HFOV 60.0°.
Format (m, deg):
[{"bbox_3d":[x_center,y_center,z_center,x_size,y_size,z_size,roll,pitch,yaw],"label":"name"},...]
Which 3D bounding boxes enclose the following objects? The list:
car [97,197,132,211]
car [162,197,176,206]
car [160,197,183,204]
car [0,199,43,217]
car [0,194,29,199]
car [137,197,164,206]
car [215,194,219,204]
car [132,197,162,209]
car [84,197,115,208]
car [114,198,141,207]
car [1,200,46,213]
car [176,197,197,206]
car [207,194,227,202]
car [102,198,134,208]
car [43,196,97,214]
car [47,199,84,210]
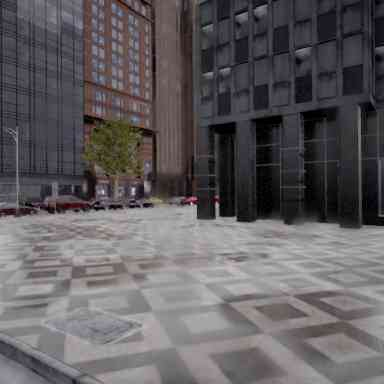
[{"bbox_3d":[-9.642,1.525,39.141,1.947,1.339,4.313,-1,0,35],"label":"car"},{"bbox_3d":[-2.030,1.496,54.748,2.033,1.411,5.357,-1,0,35],"label":"car"},{"bbox_3d":[-3.822,1.574,62.547,1.947,1.339,4.313,-1,0,35],"label":"car"},{"bbox_3d":[-16.055,1.577,29.864,1.802,1.307,4.206,-1,0,35],"label":"car"},{"bbox_3d":[-19.724,1.277,34.719,2.150,2.045,5.566,-1,0,34],"label":"car"},{"bbox_3d":[-7.127,1.545,57.767,1.752,1.417,4.829,-1,0,35],"label":"car"},{"bbox_3d":[3.183,1.222,57.694,2.192,1.841,5.009,-1,0,35],"label":"car"},{"bbox_3d":[-6.435,1.509,43.778,1.947,1.339,4.313,-1,0,35],"label":"car"},{"bbox_3d":[-13.446,1.484,48.630,1.967,1.590,4.097,-1,0,35],"label":"car"},{"bbox_3d":[-10.237,1.613,53.269,1.802,1.307,4.206,-1,0,35],"label":"car"},{"bbox_3d":[-19.858,1.643,39.354,1.947,1.339,4.313,-1,0,35],"label":"car"},{"bbox_3d":[-0.022,1.462,53.055,1.887,1.381,4.507,-1,0,35],"label":"car"},{"bbox_3d":[5.798,1.296,76.464,2.192,1.841,5.009,-1,0,35],"label":"car"},{"bbox_3d":[-10.598,1.574,47.879,1.994,1.385,4.181,-1,0,35],"label":"car"},{"bbox_3d":[-12.851,1.290,34.504,2.192,1.841,5.009,-1,0,35],"label":"car"},{"bbox_3d":[-16.651,1.642,43.992,1.802,1.307,4.206,-1,0,35],"label":"car"}]
